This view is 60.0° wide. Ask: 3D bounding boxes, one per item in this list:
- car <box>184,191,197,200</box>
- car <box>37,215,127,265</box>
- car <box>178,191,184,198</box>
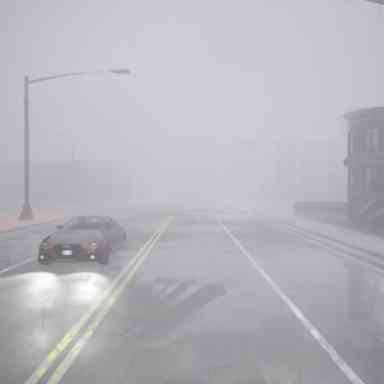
[{"bbox_3d":[-0.136,0.956,67.828,1.895,1.301,4.718,0,1,-4],"label":"car"},{"bbox_3d":[-3.497,1.505,11.306,1.994,1.385,4.181,0,0,0],"label":"car"},{"bbox_3d":[-1.988,0.569,77.720,2.128,1.511,4.902,0,2,-17],"label":"car"}]
